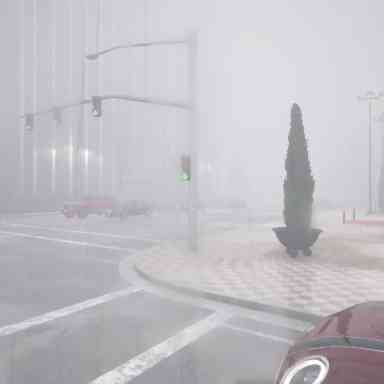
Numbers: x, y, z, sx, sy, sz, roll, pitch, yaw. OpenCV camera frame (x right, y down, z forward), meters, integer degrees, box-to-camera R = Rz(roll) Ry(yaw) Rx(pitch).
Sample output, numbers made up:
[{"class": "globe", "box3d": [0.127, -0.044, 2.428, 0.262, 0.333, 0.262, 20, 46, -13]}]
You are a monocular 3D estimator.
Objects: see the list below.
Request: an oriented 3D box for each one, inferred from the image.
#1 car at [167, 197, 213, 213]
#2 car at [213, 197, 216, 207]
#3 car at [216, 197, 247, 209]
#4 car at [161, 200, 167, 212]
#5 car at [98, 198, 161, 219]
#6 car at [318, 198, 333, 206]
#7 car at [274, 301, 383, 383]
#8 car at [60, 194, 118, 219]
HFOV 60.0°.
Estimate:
[{"class": "car", "box3d": [-0.139, 1.492, 36.431, 2.128, 1.511, 4.902, 0, 0, 35]}, {"class": "car", "box3d": [2.587, 1.478, 46.448, 1.882, 1.535, 5.008, 0, 0, 35]}, {"class": "car", "box3d": [5.671, 1.492, 44.749, 2.128, 1.511, 4.902, 0, 0, 35]}, {"class": "car", "box3d": [-3.241, 1.564, 38.095, 1.994, 1.385, 4.181, 0, 0, 35]}, {"class": "car", "box3d": [-5.349, 1.492, 28.958, 2.128, 1.511, 4.902, 0, 0, 35]}, {"class": "car", "box3d": [22.573, 1.601, 56.451, 1.895, 1.301, 4.718, 0, 0, 34]}, {"class": "car", "box3d": [2.793, 1.352, 1.978, 4.553, 1.767, 2.097, 0, 0, 36]}, {"class": "car", "box3d": [-8.944, 1.221, 29.907, 2.150, 2.045, 5.566, 0, 0, 35]}]
